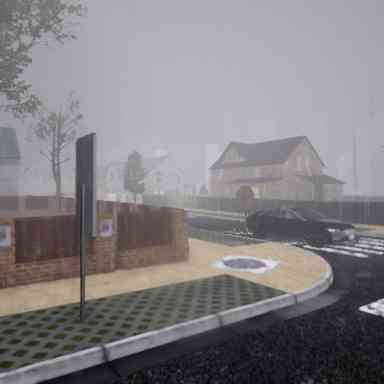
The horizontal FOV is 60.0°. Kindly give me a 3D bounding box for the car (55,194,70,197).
[{"bbox_3d":[-18.313,0.857,46.657,1.812,1.442,4.674,0,0,-35],"label":"car"}]

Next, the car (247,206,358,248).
[{"bbox_3d":[4.527,1.384,14.357,2.128,1.511,4.902,0,1,-35],"label":"car"}]
